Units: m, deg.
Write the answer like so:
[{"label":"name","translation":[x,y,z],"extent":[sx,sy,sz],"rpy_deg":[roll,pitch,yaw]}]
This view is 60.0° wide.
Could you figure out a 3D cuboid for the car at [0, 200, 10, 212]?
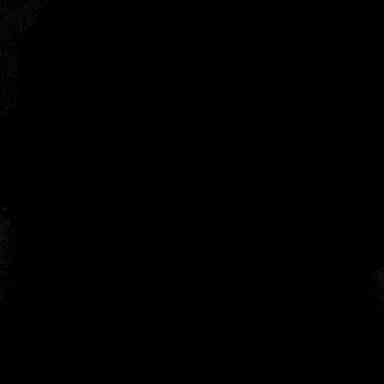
[{"label":"car","translation":[-19.347,1.181,29.145],"extent":[2.192,1.841,5.009],"rpy_deg":[0,-1,36]}]

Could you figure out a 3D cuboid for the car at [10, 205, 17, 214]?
[{"label":"car","translation":[-16.203,1.524,33.533],"extent":[1.802,1.307,4.206],"rpy_deg":[0,-1,36]}]
